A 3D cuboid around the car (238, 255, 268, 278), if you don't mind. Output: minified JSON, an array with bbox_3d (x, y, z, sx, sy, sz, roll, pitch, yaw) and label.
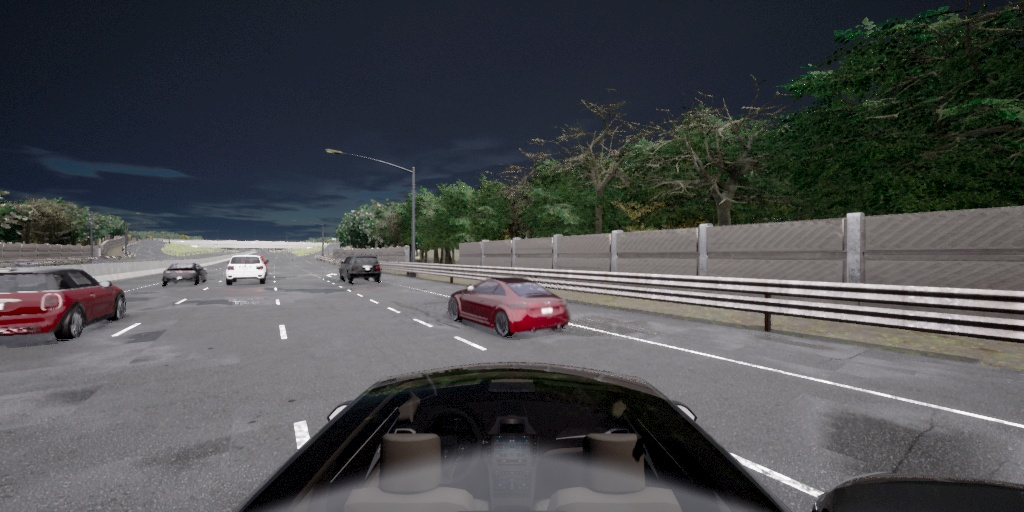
[{"bbox_3d":[-25.263,0.947,35.091,2.150,2.045,5.566,0,0,-34],"label":"car"}]

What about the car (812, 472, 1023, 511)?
[{"bbox_3d":[2.987,1.315,0.391,4.181,1.385,1.994,0,0,34],"label":"car"}]

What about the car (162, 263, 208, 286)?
[{"bbox_3d":[-22.789,1.224,25.095,2.128,1.511,4.902,0,0,-34],"label":"car"}]

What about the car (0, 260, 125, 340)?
[{"bbox_3d":[-12.183,1.099,9.347,2.097,1.767,4.553,0,0,-34],"label":"car"}]

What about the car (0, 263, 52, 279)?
[{"bbox_3d":[-45.222,1.314,33.125,1.895,1.301,4.718,0,0,-34],"label":"car"}]

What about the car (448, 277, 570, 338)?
[{"bbox_3d":[-0.263,1.314,10.467,1.994,1.385,4.181,0,0,-34],"label":"car"}]

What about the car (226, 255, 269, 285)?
[{"bbox_3d":[-19.273,0.957,26.139,2.150,2.045,5.566,0,0,-34],"label":"car"}]

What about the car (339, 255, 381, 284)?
[{"bbox_3d":[-11.609,0.963,27.279,2.150,2.045,5.566,0,0,-34],"label":"car"}]
